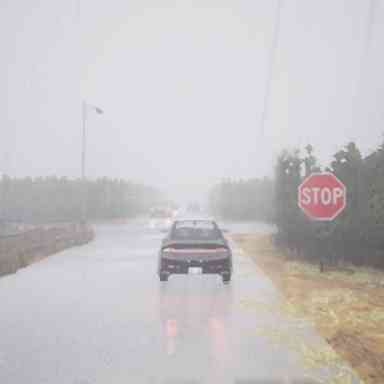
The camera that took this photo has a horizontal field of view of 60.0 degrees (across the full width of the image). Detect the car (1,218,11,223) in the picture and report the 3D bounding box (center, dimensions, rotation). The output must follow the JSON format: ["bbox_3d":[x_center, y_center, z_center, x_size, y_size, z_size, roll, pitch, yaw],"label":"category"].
[{"bbox_3d":[-14.160,1.965,21.248,4.718,1.301,1.895,0,-1,0],"label":"car"}]

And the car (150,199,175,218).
[{"bbox_3d":[-3.187,1.758,35.089,2.097,1.767,4.553,0,-1,0],"label":"car"}]

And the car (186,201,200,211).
[{"bbox_3d":[0.116,2.094,49.220,2.033,1.411,5.357,0,-1,0],"label":"car"}]

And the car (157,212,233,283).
[{"bbox_3d":[0.084,1.566,9.912,2.128,1.511,4.902,0,0,0],"label":"car"}]

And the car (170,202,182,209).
[{"bbox_3d":[-3.118,2.557,64.726,1.994,1.385,4.181,0,-2,1],"label":"car"}]

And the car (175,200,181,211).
[{"bbox_3d":[-3.176,1.903,49.599,2.097,1.767,4.553,0,-1,0],"label":"car"}]
